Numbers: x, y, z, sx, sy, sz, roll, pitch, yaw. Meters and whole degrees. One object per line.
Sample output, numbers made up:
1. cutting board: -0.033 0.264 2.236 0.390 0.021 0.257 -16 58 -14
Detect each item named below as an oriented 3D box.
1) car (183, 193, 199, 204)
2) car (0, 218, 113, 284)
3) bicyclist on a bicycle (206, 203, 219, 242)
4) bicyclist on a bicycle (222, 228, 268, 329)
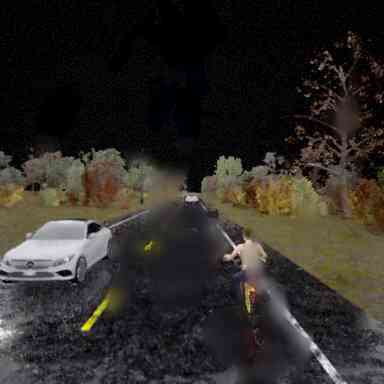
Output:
1. car: 0.059 1.253 63.317 2.150 2.045 5.566 0 -1 3
2. car: -3.598 1.525 9.696 1.812 1.442 4.674 0 0 0
3. bicyclist on a bicycle: 0.962 1.372 15.439 0.659 1.776 1.843 0 0 0
4. bicyclist on a bicycle: 0.990 1.436 5.967 0.866 1.612 1.509 0 0 0
